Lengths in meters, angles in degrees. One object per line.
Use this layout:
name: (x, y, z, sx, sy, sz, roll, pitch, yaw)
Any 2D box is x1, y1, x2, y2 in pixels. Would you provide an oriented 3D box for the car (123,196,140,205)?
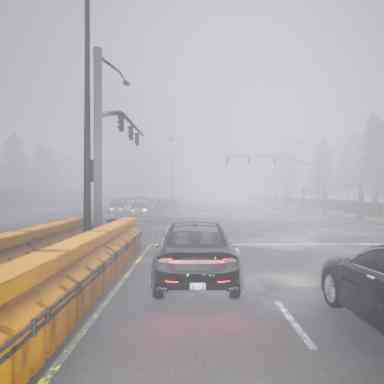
car: (-10.641, 1.482, 59.022, 2.128, 1.511, 4.902, 0, 0, 0)

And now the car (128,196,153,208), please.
car: (-7.149, 1.345, 46.548, 2.097, 1.767, 4.553, 0, 0, 0)

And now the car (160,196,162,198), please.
car: (-7.085, 1.515, 68.183, 1.812, 1.442, 4.674, 0, 0, 0)

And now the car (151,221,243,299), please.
car: (0.075, 1.490, 8.440, 2.128, 1.511, 4.902, 0, 0, -1)

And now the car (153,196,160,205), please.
car: (-7.147, 1.539, 57.005, 2.033, 1.411, 5.357, 0, 0, 0)

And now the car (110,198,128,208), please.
car: (-10.651, 1.540, 49.236, 2.033, 1.411, 5.357, 0, 0, 0)

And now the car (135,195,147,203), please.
car: (-10.575, 1.467, 69.111, 1.882, 1.535, 5.008, 0, 0, 0)

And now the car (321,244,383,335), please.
car: (3.596, 1.504, 5.027, 1.837, 1.490, 4.892, 0, 0, 0)
